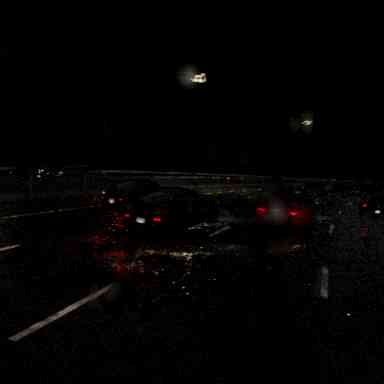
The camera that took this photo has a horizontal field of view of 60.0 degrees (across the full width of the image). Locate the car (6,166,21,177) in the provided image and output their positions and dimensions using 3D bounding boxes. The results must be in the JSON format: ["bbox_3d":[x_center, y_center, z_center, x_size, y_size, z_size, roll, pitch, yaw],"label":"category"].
[{"bbox_3d":[-16.856,-2.174,34.419,1.994,1.385,4.181,6,5,28],"label":"car"}]

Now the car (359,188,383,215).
[{"bbox_3d":[11.194,0.701,20.029,1.895,1.301,4.718,6,5,28],"label":"car"}]

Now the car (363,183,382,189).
[{"bbox_3d":[25.867,-0.612,47.673,1.812,1.442,4.674,7,6,41],"label":"car"}]

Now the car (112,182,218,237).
[{"bbox_3d":[-0.542,0.543,11.767,1.812,1.442,4.674,5,5,24],"label":"car"}]

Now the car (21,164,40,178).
[{"bbox_3d":[-13.773,-2.068,32.746,2.097,1.767,4.553,6,5,28],"label":"car"}]

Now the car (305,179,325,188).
[{"bbox_3d":[18.321,-1.215,49.466,1.812,1.442,4.674,7,6,40],"label":"car"}]

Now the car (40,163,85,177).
[{"bbox_3d":[-10.998,-1.728,30.557,2.097,1.767,4.553,6,5,28],"label":"car"}]

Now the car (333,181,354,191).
[{"bbox_3d":[22.111,-0.916,48.614,1.812,1.442,4.674,7,6,40],"label":"car"}]

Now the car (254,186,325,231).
[{"bbox_3d":[4.185,0.671,14.155,2.033,1.411,5.357,6,5,27],"label":"car"}]

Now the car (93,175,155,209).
[{"bbox_3d":[-2.407,0.090,16.133,1.812,1.442,4.674,5,5,25],"label":"car"}]

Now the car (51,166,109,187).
[{"bbox_3d":[-8.605,-1.168,27.764,2.033,1.411,5.357,6,5,27],"label":"car"}]
